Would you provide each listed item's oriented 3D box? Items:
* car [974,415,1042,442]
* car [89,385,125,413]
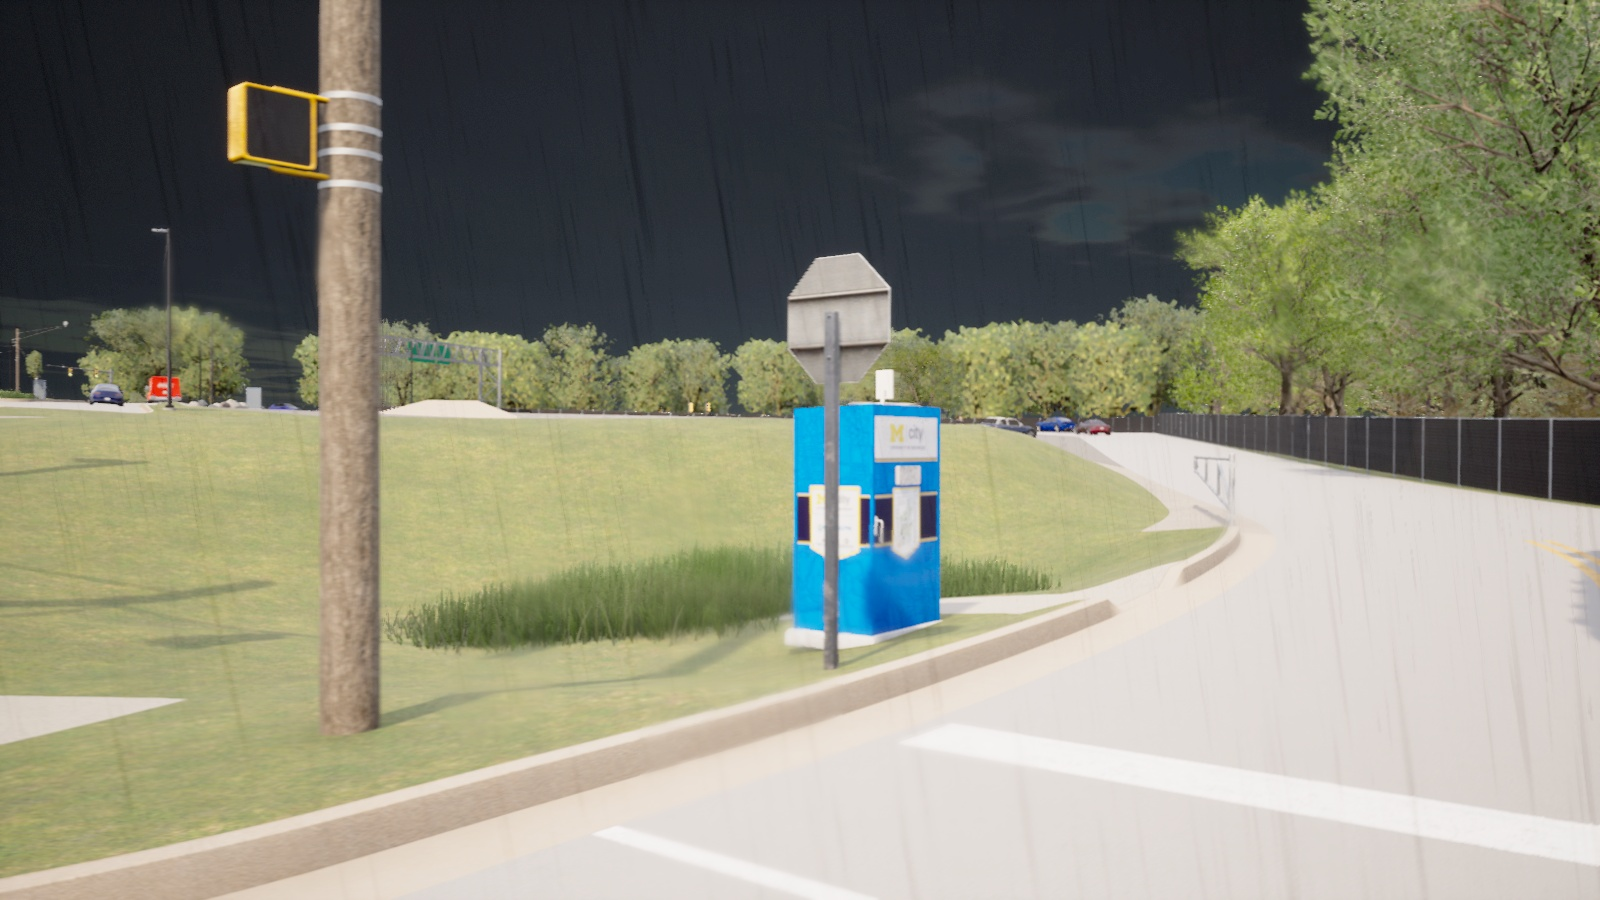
[{"bbox_3d":[12.922,-1.325,78.012,3.806,1.475,1.970,1,3,-35],"label":"car"},{"bbox_3d":[-43.266,-3.204,78.397,1.812,1.442,4.674,5,1,-29],"label":"car"}]
